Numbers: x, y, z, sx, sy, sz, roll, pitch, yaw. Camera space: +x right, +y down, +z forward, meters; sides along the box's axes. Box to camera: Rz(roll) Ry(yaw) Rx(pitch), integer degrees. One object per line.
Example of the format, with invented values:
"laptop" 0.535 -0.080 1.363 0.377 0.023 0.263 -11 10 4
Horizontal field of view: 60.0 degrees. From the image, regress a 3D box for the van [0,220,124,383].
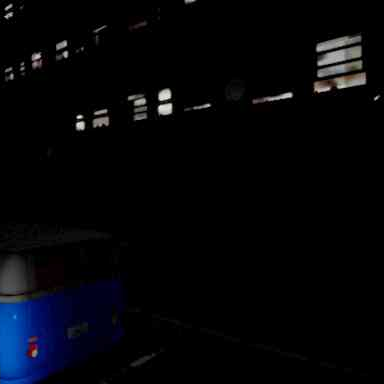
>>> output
"van" -2.807 1.351 4.883 3.998 1.788 1.690 0 0 35
